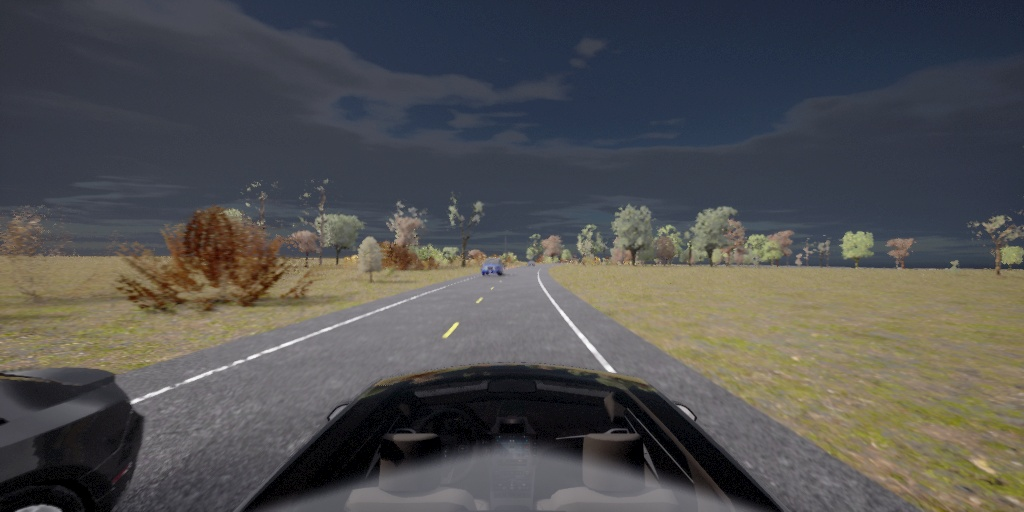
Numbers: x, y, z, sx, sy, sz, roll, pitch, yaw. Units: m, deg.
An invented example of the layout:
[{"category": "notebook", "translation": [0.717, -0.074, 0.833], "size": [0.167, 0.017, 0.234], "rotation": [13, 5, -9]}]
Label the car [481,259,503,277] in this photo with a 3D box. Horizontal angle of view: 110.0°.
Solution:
[{"category": "car", "translation": [-2.256, 1.353, 42.476], "size": [2.150, 2.045, 5.566], "rotation": [0, -1, 4]}]

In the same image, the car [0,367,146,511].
[{"category": "car", "translation": [-3.582, 1.237, 0.520], "size": [1.837, 1.490, 4.892], "rotation": [0, -1, 0]}]
